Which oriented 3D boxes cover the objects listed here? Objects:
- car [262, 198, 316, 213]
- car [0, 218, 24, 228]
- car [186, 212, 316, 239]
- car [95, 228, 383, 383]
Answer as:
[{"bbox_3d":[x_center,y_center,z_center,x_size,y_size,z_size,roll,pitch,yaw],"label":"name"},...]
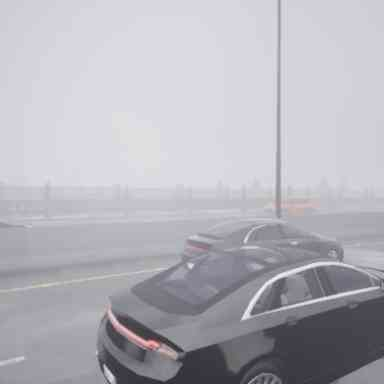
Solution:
[{"bbox_3d":[8.212,1.289,28.191,4.553,1.767,2.097,0,0,-25],"label":"car"},{"bbox_3d":[-8.047,1.456,11.000,4.674,1.442,1.812,0,0,-35],"label":"car"},{"bbox_3d":[2.050,1.481,8.970,4.892,1.490,1.837,0,0,-31],"label":"car"},{"bbox_3d":[1.267,1.480,4.402,4.902,1.511,2.128,0,0,-33],"label":"car"}]
